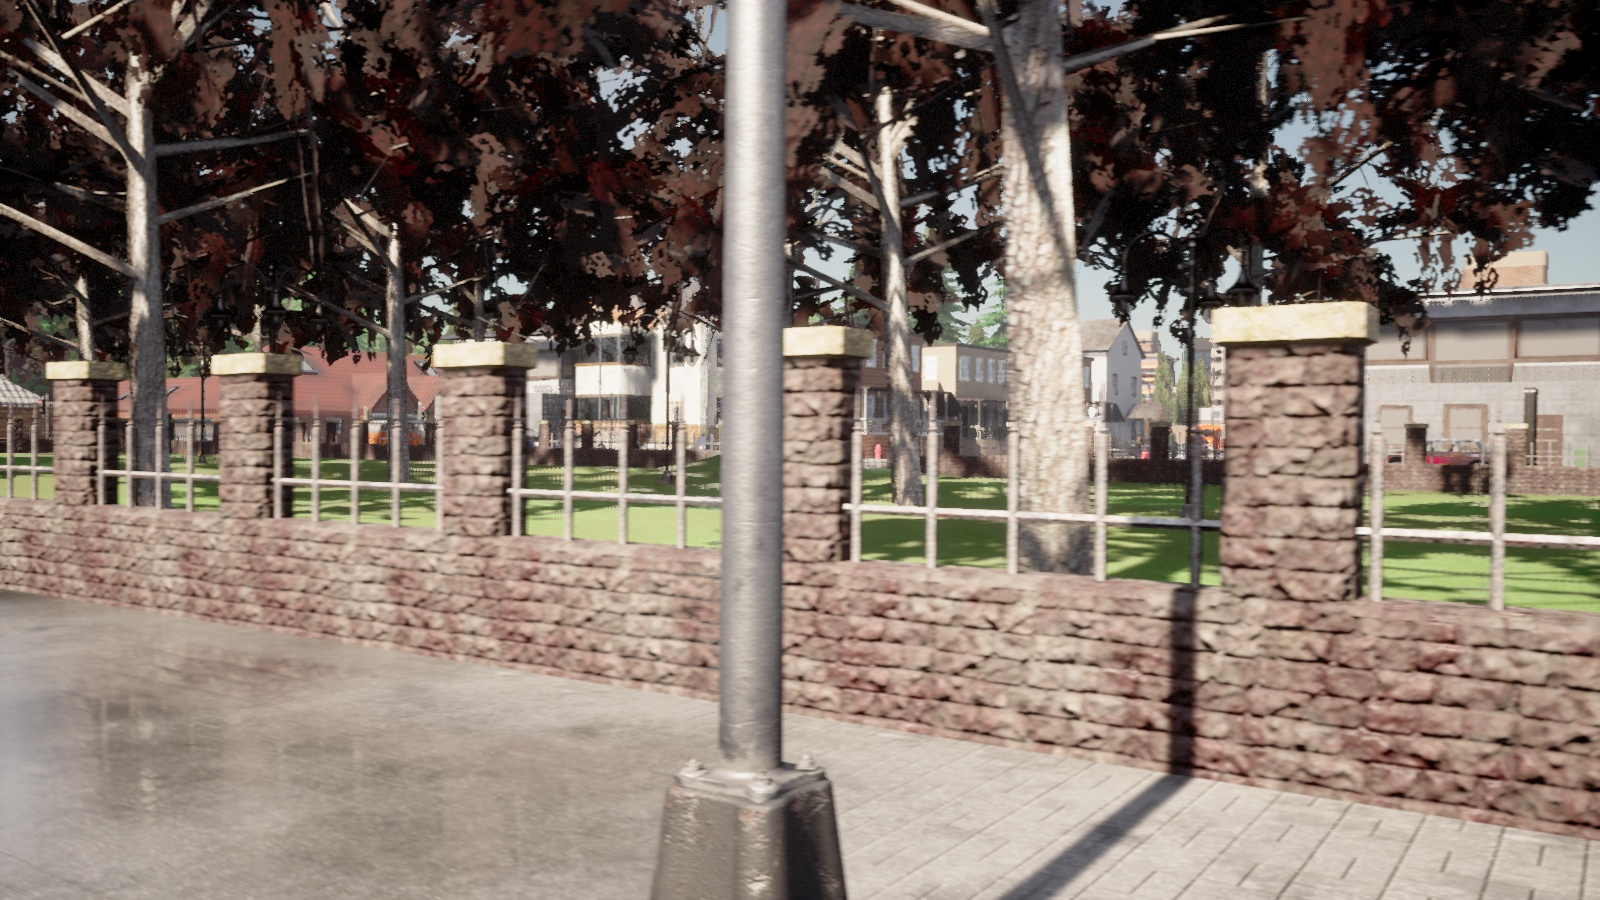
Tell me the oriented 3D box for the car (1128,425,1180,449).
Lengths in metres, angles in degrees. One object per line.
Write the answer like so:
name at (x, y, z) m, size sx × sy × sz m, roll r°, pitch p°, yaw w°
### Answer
car at (25.326, -0.944, 89.659) m, size 2.152 × 1.651 × 5.027 m, roll 0°, pitch 1°, yaw 34°

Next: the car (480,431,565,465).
car at (-13.933, -0.107, 63.046) m, size 3.988 × 1.617 × 1.851 m, roll 0°, pitch 1°, yaw 32°

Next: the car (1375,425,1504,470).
car at (22.282, -0.103, 43.774) m, size 3.806 × 1.475 × 1.970 m, roll 0°, pitch 1°, yaw 34°

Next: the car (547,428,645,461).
car at (-10.689, -0.291, 65.624) m, size 5.027 × 1.651 × 2.152 m, roll 0°, pitch 1°, yaw 37°

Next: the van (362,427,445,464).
van at (-21.512, -0.253, 68.089) m, size 4.442 × 1.987 × 1.775 m, roll 0°, pitch 1°, yaw 32°
